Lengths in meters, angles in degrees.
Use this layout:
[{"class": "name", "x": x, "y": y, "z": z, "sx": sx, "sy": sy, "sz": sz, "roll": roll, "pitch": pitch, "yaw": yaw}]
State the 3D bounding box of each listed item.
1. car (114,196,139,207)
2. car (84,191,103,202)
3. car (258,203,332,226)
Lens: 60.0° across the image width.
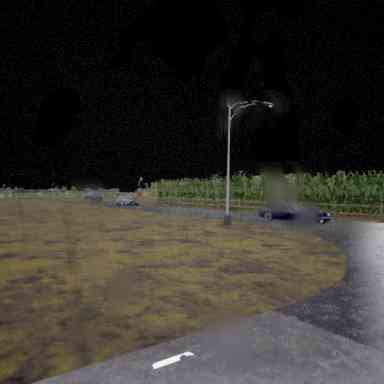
[{"class": "car", "x": -8.567, "y": 1.204, "z": 43.419, "sx": 1.994, "sy": 1.385, "sz": 4.181, "roll": 2, "pitch": -1, "yaw": -35}, {"class": "car", "x": -19.202, "y": 0.908, "z": 64.834, "sx": 2.150, "sy": 2.045, "sz": 5.566, "roll": 2, "pitch": -1, "yaw": -35}, {"class": "car", "x": 6.590, "y": 1.413, "z": 21.696, "sx": 1.895, "sy": 1.301, "sz": 4.718, "roll": 2, "pitch": 0, "yaw": -31}]
